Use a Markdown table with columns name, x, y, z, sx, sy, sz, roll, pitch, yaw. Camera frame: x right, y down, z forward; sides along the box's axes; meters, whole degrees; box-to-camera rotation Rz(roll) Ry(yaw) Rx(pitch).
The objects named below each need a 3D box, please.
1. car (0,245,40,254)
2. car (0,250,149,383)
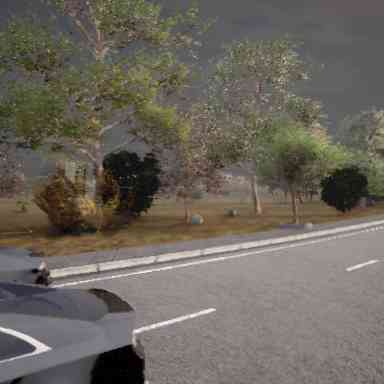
| name | x | y | z | sx | sy | sz | roll | pitch | yaw |
| --- | --- | --- | --- | --- | --- | --- | --- | --- | --- |
| car | -4.760 | 1.511 | 5.010 | 4.902 | 1.511 | 2.128 | 0 | 0 | -36 |
| car | -2.673 | 1.502 | 2.202 | 4.902 | 1.511 | 2.128 | 0 | 0 | -36 |
